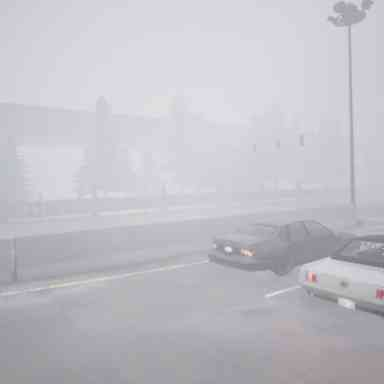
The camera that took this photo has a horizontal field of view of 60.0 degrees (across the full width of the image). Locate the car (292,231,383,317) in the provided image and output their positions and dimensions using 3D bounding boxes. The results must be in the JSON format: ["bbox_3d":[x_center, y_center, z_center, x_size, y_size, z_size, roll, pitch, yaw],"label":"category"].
[{"bbox_3d":[4.437,1.561,6.946,4.718,1.301,1.895,-2,1,-36],"label":"car"}]

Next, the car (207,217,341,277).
[{"bbox_3d":[2.998,1.492,10.220,5.357,1.411,2.033,-2,1,-36],"label":"car"}]
